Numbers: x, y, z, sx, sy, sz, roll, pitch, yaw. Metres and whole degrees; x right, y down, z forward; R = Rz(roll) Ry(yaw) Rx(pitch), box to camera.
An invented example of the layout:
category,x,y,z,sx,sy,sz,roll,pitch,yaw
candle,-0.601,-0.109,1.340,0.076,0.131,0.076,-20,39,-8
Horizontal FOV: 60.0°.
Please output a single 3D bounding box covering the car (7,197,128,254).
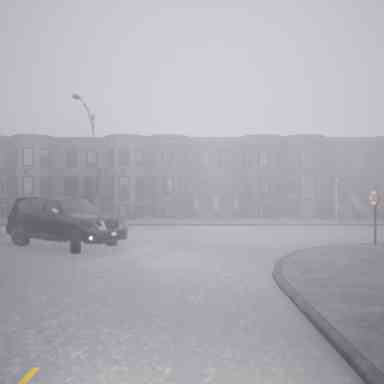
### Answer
category,x,y,z,sx,sy,sz,roll,pitch,yaw
car,-5.265,1.223,13.793,5.566,2.045,2.150,0,-2,30
